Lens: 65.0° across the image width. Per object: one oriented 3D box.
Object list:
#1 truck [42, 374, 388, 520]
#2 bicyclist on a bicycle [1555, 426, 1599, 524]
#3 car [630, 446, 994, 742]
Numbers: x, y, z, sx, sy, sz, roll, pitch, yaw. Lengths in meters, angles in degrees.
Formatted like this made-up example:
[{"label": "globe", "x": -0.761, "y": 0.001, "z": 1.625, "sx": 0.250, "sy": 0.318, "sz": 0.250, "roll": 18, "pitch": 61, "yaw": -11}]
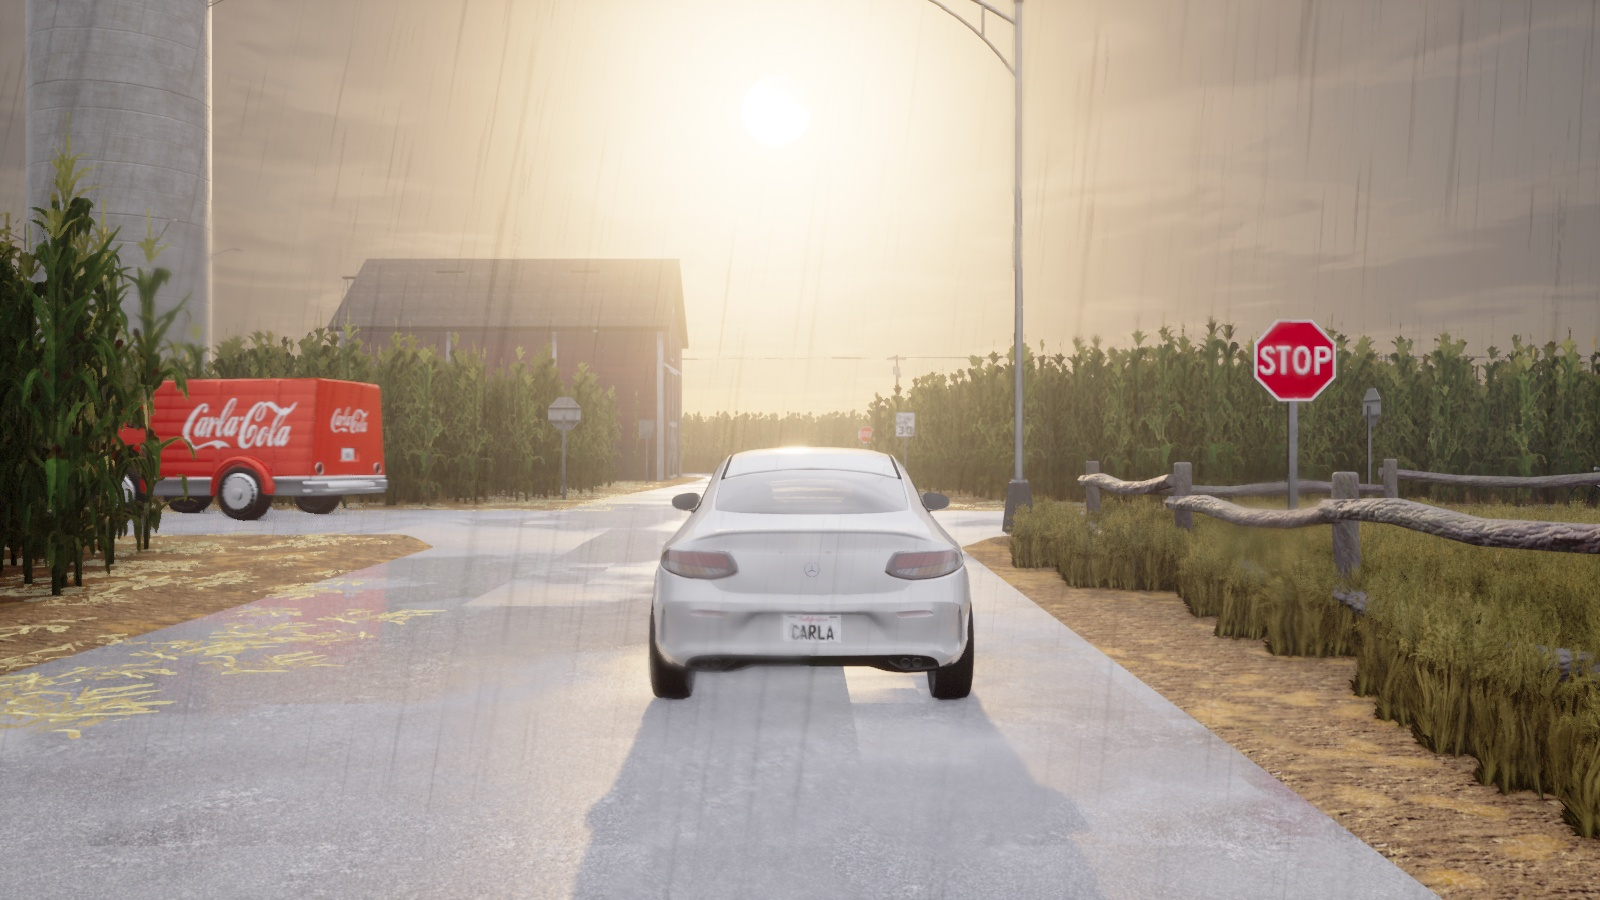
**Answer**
[{"label": "truck", "x": -10.584, "y": -0.029, "z": 22.939, "sx": 5.204, "sy": 2.467, "sz": 2.627, "roll": 0, "pitch": -1, "yaw": 12}, {"label": "bicyclist on a bicycle", "x": 14.947, "y": 0.461, "z": 22.978, "sx": 1.843, "sy": 1.776, "sz": 0.659, "roll": 1, "pitch": 0, "yaw": 1}, {"label": "car", "x": 0.073, "y": 0.708, "z": 8.584, "sx": 1.812, "sy": 1.442, "sz": 4.674, "roll": 0, "pitch": 1, "yaw": 0}]
